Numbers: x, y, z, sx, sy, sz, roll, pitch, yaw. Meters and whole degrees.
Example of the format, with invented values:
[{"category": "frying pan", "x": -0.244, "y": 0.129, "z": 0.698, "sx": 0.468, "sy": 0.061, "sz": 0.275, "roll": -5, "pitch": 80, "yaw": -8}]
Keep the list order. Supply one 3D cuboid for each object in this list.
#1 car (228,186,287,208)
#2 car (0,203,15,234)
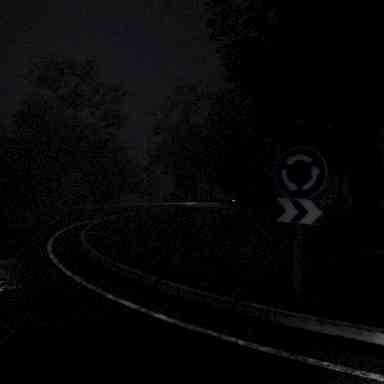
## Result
[{"category": "car", "x": 6.367, "y": 0.395, "z": 32.338, "sx": 5.566, "sy": 2.045, "sz": 2.150, "roll": 1, "pitch": 1, "yaw": -4}, {"category": "car", "x": -7.843, "y": 1.026, "z": 11.901, "sx": 2.033, "sy": 1.411, "sz": 5.357, "roll": 1, "pitch": 2, "yaw": -16}]
